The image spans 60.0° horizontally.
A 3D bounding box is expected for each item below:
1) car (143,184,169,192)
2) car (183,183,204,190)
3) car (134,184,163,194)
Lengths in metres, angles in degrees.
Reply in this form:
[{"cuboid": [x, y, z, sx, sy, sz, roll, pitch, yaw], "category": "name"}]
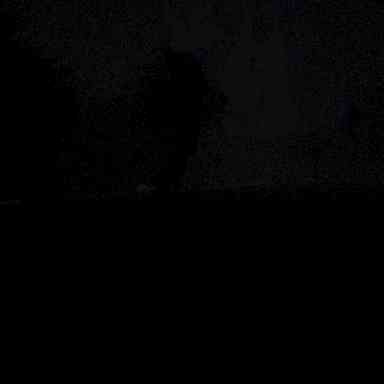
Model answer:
[{"cuboid": [-6.453, -0.734, 60.153, 1.895, 1.301, 4.718, 1, 3, 35], "category": "car"}, {"cuboid": [0.260, -1.133, 64.907, 2.033, 1.411, 5.357, 1, 3, 32], "category": "car"}, {"cuboid": [-7.324, -0.502, 53.527, 1.812, 1.442, 4.674, 1, 3, 36], "category": "car"}]
